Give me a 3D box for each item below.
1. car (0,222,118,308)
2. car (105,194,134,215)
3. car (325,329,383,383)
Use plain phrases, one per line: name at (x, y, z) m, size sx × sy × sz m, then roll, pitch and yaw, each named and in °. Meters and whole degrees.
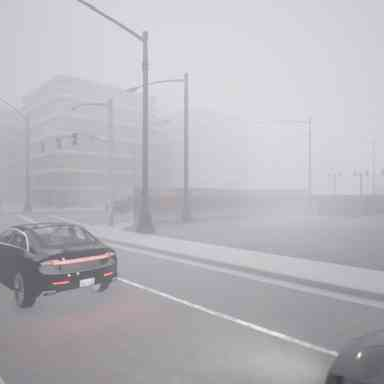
car at (-3.644, 1.491, 8.035) m, size 2.128 × 1.511 × 4.902 m, roll 0°, pitch 0°, yaw -43°
car at (-6.298, 1.221, 34.992) m, size 5.566 × 2.045 × 2.150 m, roll 0°, pitch 0°, yaw -44°
car at (3.202, 1.505, 1.581) m, size 4.892 × 1.490 × 1.837 m, roll 0°, pitch 0°, yaw 38°
